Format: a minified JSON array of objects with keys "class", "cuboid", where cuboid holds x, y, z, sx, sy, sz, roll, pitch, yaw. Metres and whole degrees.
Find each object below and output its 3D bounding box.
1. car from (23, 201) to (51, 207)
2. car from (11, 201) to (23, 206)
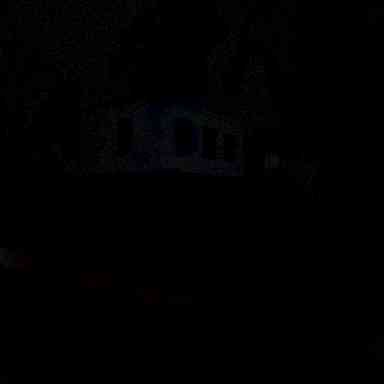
[{"class":"car","cuboid":[-14.698,1.528,29.171,2.033,1.411,5.357,0,0,29]},{"class":"car","cuboid":[-14.373,1.472,22.152,2.128,1.511,4.902,0,0,31]}]
